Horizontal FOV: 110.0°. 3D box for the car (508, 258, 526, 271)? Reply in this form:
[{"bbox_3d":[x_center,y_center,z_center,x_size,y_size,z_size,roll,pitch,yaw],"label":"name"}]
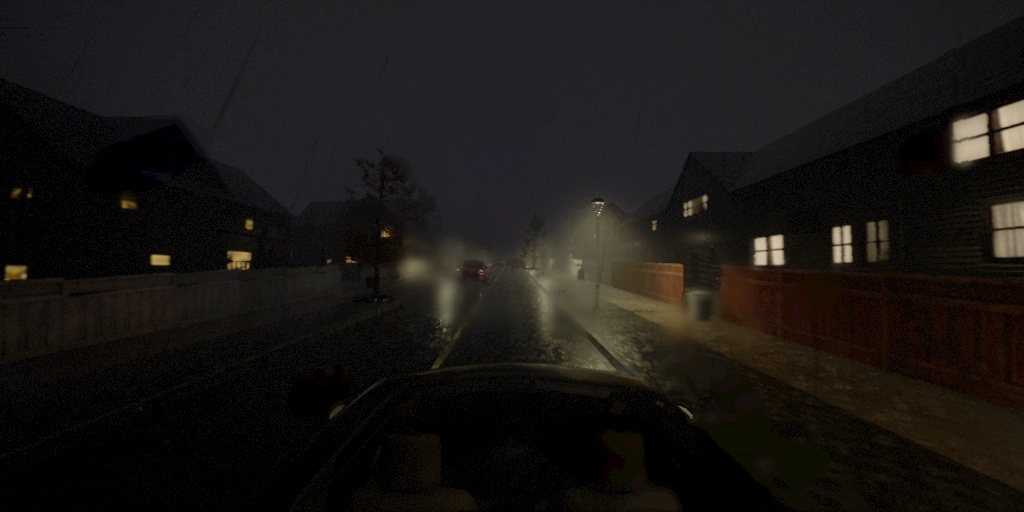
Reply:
[{"bbox_3d":[0.909,1.103,51.426,2.097,1.767,4.553,-3,-1,0],"label":"car"}]

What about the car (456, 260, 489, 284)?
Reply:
[{"bbox_3d":[-2.852,1.126,26.873,2.097,1.767,4.553,0,0,0],"label":"car"}]
